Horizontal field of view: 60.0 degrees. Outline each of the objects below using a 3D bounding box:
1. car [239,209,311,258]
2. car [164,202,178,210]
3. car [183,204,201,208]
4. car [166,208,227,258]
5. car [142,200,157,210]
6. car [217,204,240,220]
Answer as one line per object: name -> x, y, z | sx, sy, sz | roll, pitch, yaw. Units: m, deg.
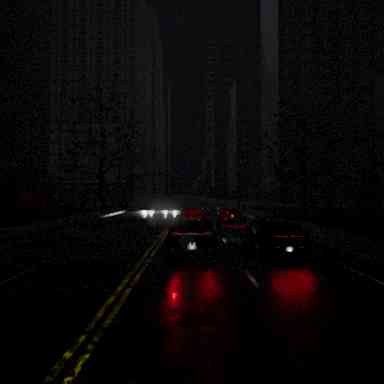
car -> 3.266, 1.656, 13.469 | 1.837, 1.490, 4.892 | 0, 0, 0
car -> -3.272, 2.139, 51.810 | 1.895, 1.301, 4.718 | 0, -1, 0
car -> 0.022, 1.791, 29.209 | 1.882, 1.535, 5.008 | 0, 0, 0
car -> 0.016, 1.642, 13.469 | 2.128, 1.511, 4.902 | 0, 0, 0
car -> -6.526, 2.028, 51.532 | 2.128, 1.511, 4.902 | 0, -1, 0
car -> 3.272, 1.791, 29.226 | 1.882, 1.535, 5.008 | 0, 0, 0
